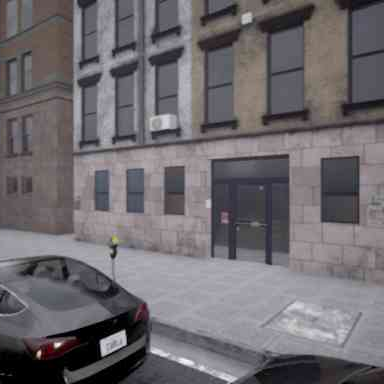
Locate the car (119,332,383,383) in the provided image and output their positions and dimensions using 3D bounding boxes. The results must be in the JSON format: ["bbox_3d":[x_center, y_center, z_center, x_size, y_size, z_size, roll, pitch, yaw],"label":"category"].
[{"bbox_3d":[1.918,1.566,1.440,4.313,1.339,1.947,0,0,36],"label":"car"}]

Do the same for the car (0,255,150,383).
[{"bbox_3d":[-2.486,1.566,4.587,4.313,1.339,1.947,0,0,36],"label":"car"}]
